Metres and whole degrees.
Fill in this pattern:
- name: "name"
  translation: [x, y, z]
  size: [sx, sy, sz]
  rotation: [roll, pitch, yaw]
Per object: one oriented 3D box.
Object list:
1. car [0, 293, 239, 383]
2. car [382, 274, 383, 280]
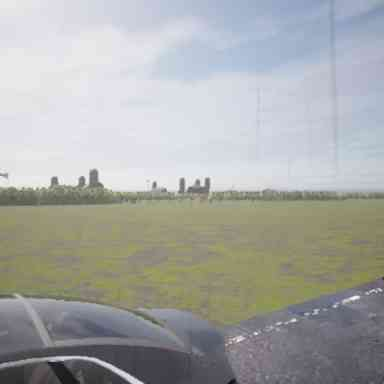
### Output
- name: "car"
  translation: [-1.854, 1.511, 1.715]
  size: [4.892, 1.490, 1.837]
  rotation: [1, -1, -36]
- name: "car"
  translation: [6.382, 1.673, 7.710]
  size: [4.718, 1.301, 1.895]
  rotation: [0, 0, -36]
